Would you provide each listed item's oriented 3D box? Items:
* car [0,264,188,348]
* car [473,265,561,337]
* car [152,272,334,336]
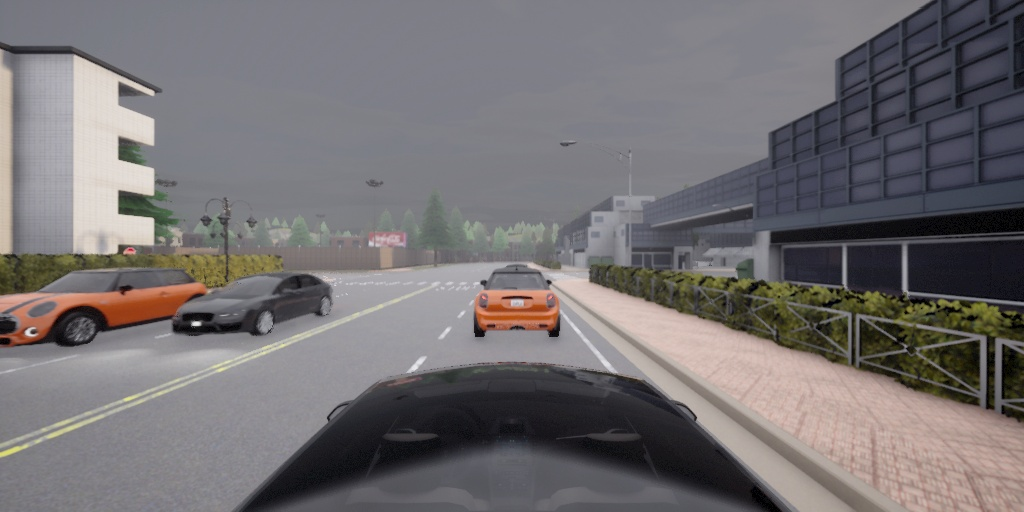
[{"bbox_3d":[-10.582,1.110,9.359,2.097,1.767,4.553,0,0,0],"label":"car"},{"bbox_3d":[0.120,1.111,10.416,2.097,1.767,4.553,0,0,0],"label":"car"},{"bbox_3d":[-7.080,1.263,10.473,1.837,1.490,4.892,0,0,0],"label":"car"}]
